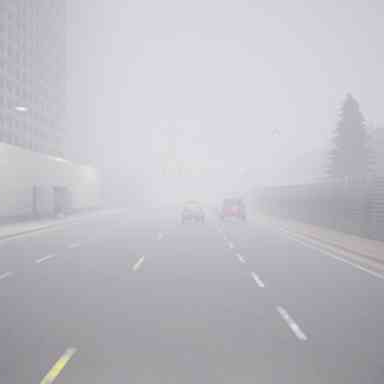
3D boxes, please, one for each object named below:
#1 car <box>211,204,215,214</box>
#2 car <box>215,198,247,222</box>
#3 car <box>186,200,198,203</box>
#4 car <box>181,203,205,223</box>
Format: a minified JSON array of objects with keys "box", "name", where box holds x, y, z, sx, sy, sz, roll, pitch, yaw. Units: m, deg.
[{"box":[3.548,1.947,41.346,1.812,1.442,4.674,0,0,0],"name":"car"},{"box":[3.554,1.529,30.071,2.150,2.045,5.566,0,-1,1],"name":"car"},{"box":[0.050,1.758,39.721,2.097,1.767,4.553,0,0,0],"name":"car"},{"box":[0.087,1.890,28.339,1.895,1.301,4.718,0,-1,0],"name":"car"}]
